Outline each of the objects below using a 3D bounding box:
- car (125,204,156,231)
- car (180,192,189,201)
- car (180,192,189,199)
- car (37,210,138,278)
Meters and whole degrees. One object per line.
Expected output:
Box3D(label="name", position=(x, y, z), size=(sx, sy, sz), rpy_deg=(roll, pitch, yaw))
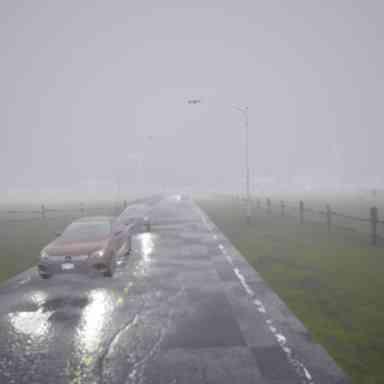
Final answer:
Box3D(label="car", position=(-3.250, 1.452, 20.147), size=(1.812, 1.442, 4.674), rpy_deg=(-1, 1, -1))
Box3D(label="car", position=(-1.526, 1.026, 70.498), size=(2.128, 1.511, 4.902), rpy_deg=(-1, 0, -1))
Box3D(label="car", position=(-1.758, 0.864, 80.799), size=(2.128, 1.511, 4.902), rpy_deg=(-1, 1, -1))
Box3D(label="car", position=(-3.031, 1.514, 10.306), size=(1.812, 1.442, 4.674), rpy_deg=(-1, 0, -1))
